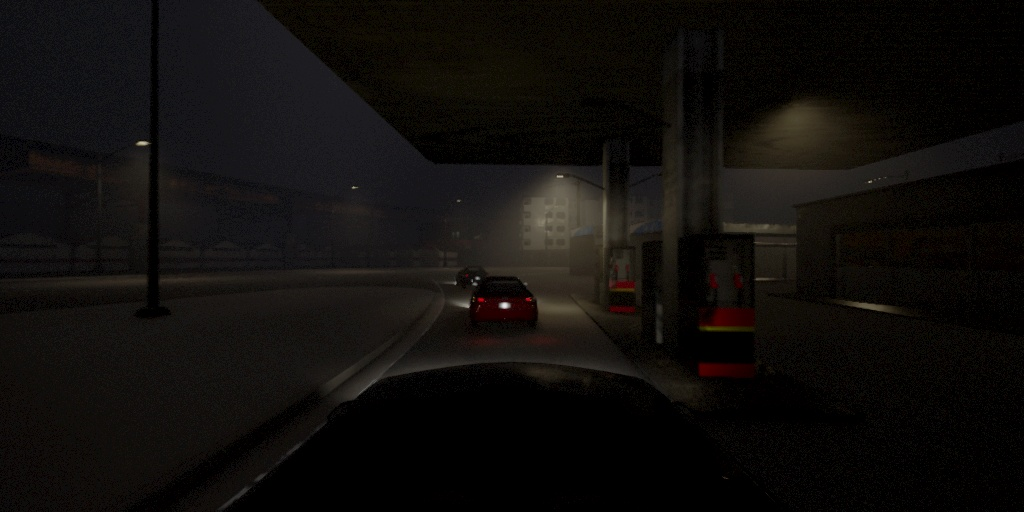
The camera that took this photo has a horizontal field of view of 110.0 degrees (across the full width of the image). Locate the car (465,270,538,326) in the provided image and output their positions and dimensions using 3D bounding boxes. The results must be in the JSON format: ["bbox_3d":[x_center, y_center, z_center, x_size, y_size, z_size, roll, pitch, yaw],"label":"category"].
[{"bbox_3d":[-0.363,1.334,11.770,1.994,1.385,4.181,0,0,-5],"label":"car"}]

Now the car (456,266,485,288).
[{"bbox_3d":[-2.665,1.355,24.407,1.994,1.385,4.181,0,0,-14],"label":"car"}]
